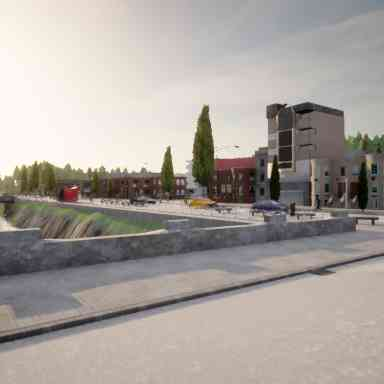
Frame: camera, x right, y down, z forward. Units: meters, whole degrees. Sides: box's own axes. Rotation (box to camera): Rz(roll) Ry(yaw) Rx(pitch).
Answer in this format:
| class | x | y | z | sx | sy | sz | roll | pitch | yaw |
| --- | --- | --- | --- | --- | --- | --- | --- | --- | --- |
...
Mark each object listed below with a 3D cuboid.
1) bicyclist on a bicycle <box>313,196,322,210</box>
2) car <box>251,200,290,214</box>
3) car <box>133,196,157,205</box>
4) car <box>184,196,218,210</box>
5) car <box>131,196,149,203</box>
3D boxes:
| class | x | y | z | sx | sy | sz | roll | pitch | yaw |
| --- | --- | --- | --- | --- | --- | --- | --- | --- | --- |
| bicyclist on a bicycle | 14.992 | 1.349 | 39.699 | 1.656 | 1.620 | 0.582 | 0 | 0 | -35 |
| car | 8.254 | 1.526 | 34.717 | 1.812 | 1.442 | 4.674 | 0 | 0 | -36 |
| car | -8.048 | 1.548 | 57.782 | 2.033 | 1.411 | 5.357 | 0 | 0 | -35 |
| car | 1.398 | 1.478 | 44.343 | 1.882 | 1.535 | 5.008 | 0 | 0 | -35 |
| car | -10.693 | 1.526 | 68.586 | 1.812 | 1.442 | 4.674 | 0 | 0 | -36 |
